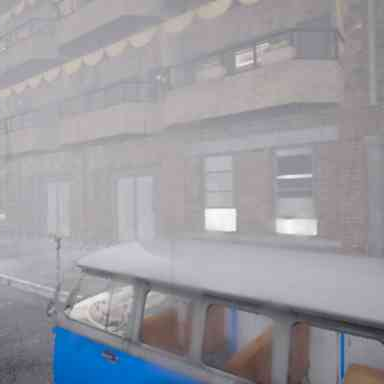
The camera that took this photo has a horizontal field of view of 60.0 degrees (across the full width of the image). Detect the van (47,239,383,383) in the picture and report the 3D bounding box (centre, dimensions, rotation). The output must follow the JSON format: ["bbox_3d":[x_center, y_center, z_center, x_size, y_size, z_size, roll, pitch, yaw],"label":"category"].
[{"bbox_3d":[0.592,1.350,2.468,3.998,1.788,1.690,-1,-1,35],"label":"van"}]
